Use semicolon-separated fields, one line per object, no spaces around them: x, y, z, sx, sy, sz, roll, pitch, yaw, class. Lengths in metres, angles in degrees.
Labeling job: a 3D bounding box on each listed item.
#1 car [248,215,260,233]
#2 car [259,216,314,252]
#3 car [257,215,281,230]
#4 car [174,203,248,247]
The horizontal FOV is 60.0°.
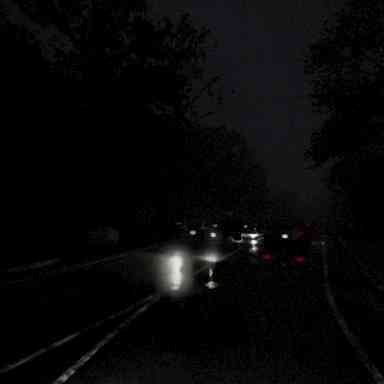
4.748;2.547;26.705;1.994;1.385;4.181;1;-4;22;car
4.705;1.980;16.188;1.994;1.385;4.181;1;-2;21;car
8.457;3.341;36.287;1.837;1.490;4.892;1;-4;21;car
1.070;1.579;17.256;2.150;2.045;5.566;1;-3;22;car
